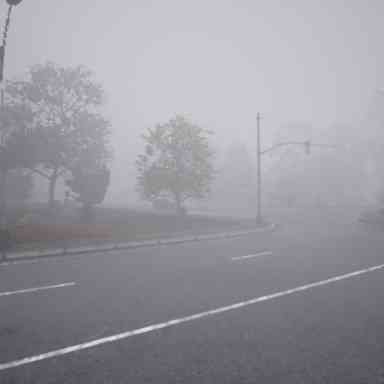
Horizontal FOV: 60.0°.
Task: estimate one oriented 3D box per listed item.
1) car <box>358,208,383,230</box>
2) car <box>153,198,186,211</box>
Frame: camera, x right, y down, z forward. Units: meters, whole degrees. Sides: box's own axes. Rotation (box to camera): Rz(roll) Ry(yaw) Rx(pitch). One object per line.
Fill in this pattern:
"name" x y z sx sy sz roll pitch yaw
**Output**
"car" 12.098 1.438 18.353 2.033 1.411 5.357 -1 1 -33
"car" -2.664 1.393 38.309 2.128 1.511 4.902 -1 1 -39
